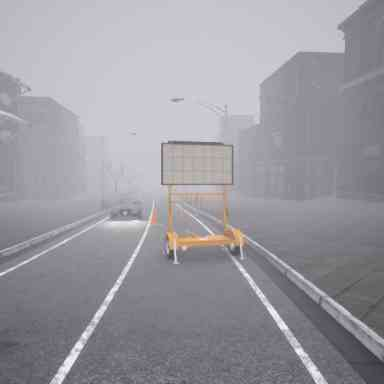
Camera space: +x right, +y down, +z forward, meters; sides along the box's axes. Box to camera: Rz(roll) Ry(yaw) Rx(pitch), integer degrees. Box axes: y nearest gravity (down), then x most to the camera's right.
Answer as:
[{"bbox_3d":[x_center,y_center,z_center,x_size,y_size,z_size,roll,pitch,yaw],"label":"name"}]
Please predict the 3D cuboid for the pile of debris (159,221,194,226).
[{"bbox_3d":[-0.892,1.743,18.448,1.860,0.140,1.500,0,1,-5],"label":"pile of debris"}]

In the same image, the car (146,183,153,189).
[{"bbox_3d":[-11.506,-1.558,89.854,1.837,1.490,4.892,0,3,-6],"label":"car"}]

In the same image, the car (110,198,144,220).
[{"bbox_3d":[-4.378,1.119,22.852,1.994,1.385,4.181,0,0,-6],"label":"car"}]

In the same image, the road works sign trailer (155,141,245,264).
[{"bbox_3d":[0.140,0.175,10.820,2.380,3.560,2.880,-1,1,-16],"label":"road works sign trailer"}]
